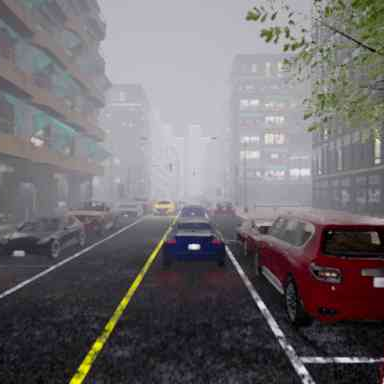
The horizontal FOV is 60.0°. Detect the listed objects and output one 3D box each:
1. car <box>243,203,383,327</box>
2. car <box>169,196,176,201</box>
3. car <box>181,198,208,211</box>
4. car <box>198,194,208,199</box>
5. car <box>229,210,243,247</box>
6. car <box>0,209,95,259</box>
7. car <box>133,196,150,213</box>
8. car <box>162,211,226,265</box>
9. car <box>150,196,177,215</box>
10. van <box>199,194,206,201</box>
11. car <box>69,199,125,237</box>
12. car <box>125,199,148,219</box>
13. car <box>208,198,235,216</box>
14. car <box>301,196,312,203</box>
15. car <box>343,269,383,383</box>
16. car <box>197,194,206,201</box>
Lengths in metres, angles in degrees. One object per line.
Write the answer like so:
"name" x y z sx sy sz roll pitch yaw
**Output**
"car" 2.617 1.316 6.930 2.192 1.841 5.009 1 0 0
"car" -5.273 1.662 90.135 1.802 1.307 4.206 1 0 0
"car" 0.085 1.487 27.490 1.882 1.535 5.008 0 0 0
"car" 2.731 1.574 70.704 1.752 1.417 4.829 1 0 0
"car" 2.649 1.585 12.583 1.802 1.307 4.206 1 0 0
"car" -5.437 1.569 12.657 1.947 1.339 4.313 1 0 0
"car" -5.426 1.330 35.243 2.192 1.841 5.009 1 0 0
"car" 0.076 1.566 11.704 1.994 1.385 4.181 0 0 0
"car" -2.813 1.491 34.165 1.882 1.535 5.008 0 0 0
"van" 2.641 1.411 84.537 1.690 1.788 3.998 1 0 0
"car" -5.432 1.320 18.304 2.192 1.841 5.009 1 0 0
"car" -5.431 1.577 29.596 1.947 1.339 4.313 1 0 0
"car" 2.717 1.451 29.540 1.967 1.590 4.097 1 0 0
"car" 18.707 1.377 50.242 4.097 1.590 1.967 0 -1 1
"car" 2.578 1.545 1.278 1.887 1.381 4.507 1 0 0
"car" 2.611 1.395 90.191 2.192 1.841 5.009 1 0 0
